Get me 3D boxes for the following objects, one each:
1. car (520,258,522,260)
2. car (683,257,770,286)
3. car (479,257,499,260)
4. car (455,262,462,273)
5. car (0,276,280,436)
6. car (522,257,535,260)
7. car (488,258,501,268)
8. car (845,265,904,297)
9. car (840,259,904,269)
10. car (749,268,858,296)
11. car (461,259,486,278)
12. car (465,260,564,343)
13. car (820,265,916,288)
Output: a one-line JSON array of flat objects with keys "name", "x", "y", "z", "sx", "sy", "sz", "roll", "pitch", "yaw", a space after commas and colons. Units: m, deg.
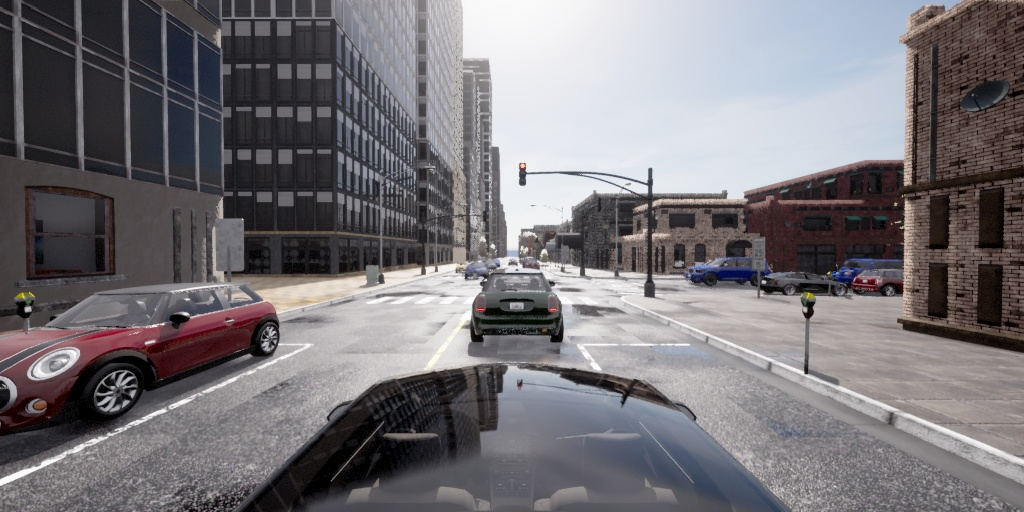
[{"name": "car", "x": 2.774, "y": 1.052, "z": 60.384, "sx": 2.192, "sy": 1.841, "sz": 5.009, "roll": 0, "pitch": 0, "yaw": 0}, {"name": "car", "x": 15.765, "y": 1.105, "z": 26.203, "sx": 5.566, "sy": 2.045, "sz": 2.150, "roll": 1, "pitch": 1, "yaw": 1}, {"name": "car", "x": -3.030, "y": 1.265, "z": 47.589, "sx": 1.812, "sy": 1.442, "sz": 4.674, "roll": 0, "pitch": 0, "yaw": 0}, {"name": "car", "x": -5.769, "y": 1.265, "z": 43.349, "sx": 1.751, "sy": 1.417, "sz": 4.829, "roll": 0, "pitch": 0, "yaw": 0}, {"name": "car", "x": -5.686, "y": 1.189, "z": 5.572, "sx": 1.967, "sy": 1.591, "sz": 4.097, "roll": 0, "pitch": 0, "yaw": 0}, {"name": "car", "x": 2.758, "y": 1.179, "z": 49.096, "sx": 1.967, "sy": 1.591, "sz": 4.097, "roll": 0, "pitch": 0, "yaw": 0}, {"name": "car", "x": -2.993, "y": 1.215, "z": 61.667, "sx": 1.882, "sy": 1.535, "sz": 5.008, "roll": 0, "pitch": 1, "yaw": 0}, {"name": "car", "x": 21.986, "y": 1.474, "z": 20.336, "sx": 4.097, "sy": 1.591, "sz": 1.967, "roll": 0, "pitch": 0, "yaw": 1}, {"name": "car", "x": 24.150, "y": 1.236, "z": 22.871, "sx": 5.566, "sy": 2.045, "sz": 2.150, "roll": 1, "pitch": 1, "yaw": 1}, {"name": "car", "x": 16.438, "y": 1.547, "z": 20.415, "sx": 4.313, "sy": 1.339, "sz": 1.948, "roll": 0, "pitch": 0, "yaw": 1}, {"name": "car", "x": -3.057, "y": 1.267, "z": 31.824, "sx": 1.812, "sy": 1.442, "sz": 4.674, "roll": 0, "pitch": 0, "yaw": 0}, {"name": "car", "x": 0.147, "y": 1.100, "z": 9.871, "sx": 2.097, "sy": 1.767, "sz": 4.553, "roll": 0, "pitch": 0, "yaw": 1}, {"name": "car", "x": 25.733, "y": 1.456, "z": 26.063, "sx": 5.008, "sy": 1.535, "sz": 1.882, "roll": 1, "pitch": 1, "yaw": 1}]
